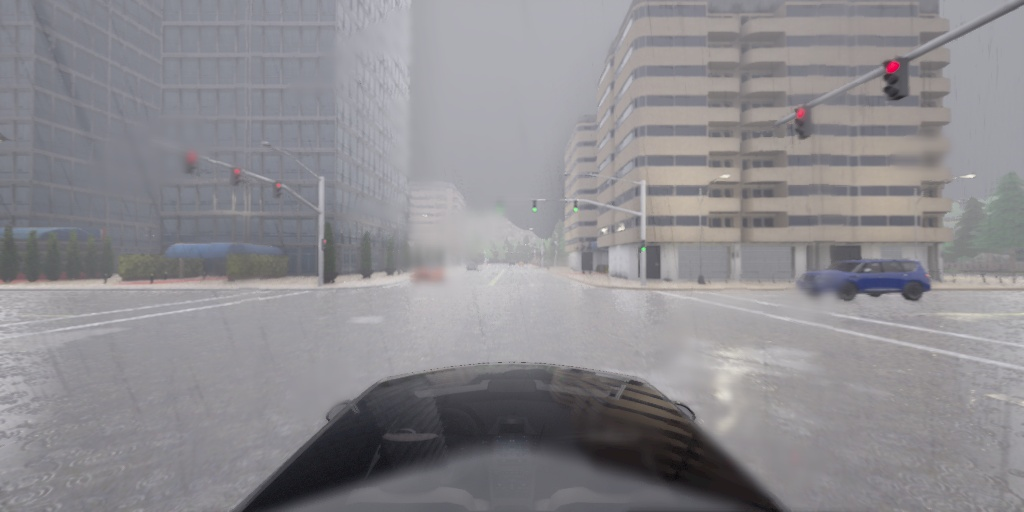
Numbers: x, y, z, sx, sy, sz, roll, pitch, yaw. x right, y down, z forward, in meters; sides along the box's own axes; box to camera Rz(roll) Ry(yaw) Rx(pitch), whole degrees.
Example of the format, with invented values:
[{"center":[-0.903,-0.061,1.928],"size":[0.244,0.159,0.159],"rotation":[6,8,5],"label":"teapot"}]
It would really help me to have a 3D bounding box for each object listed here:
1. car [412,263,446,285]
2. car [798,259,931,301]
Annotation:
[{"center":[-6.999,1.421,30.549],"size":[2.097,1.767,4.553],"rotation":[0,-1,0],"label":"car"},{"center":[18.075,1.190,18.528],"size":[5.566,2.045,2.150],"rotation":[0,-1,-1],"label":"car"}]
